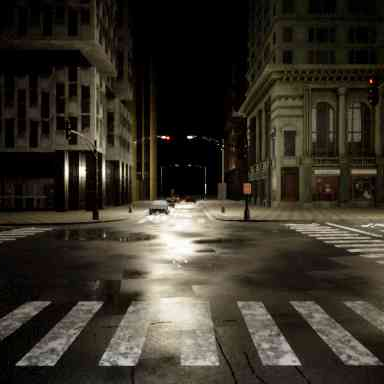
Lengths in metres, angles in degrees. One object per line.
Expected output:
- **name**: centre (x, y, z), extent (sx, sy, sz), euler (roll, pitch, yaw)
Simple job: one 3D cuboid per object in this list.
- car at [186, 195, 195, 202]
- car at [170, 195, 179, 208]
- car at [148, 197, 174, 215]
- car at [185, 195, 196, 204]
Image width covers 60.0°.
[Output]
- **car**: centre (-0.404, 1.455, 73.734), extent (1.994, 1.385, 4.181), euler (0, 0, 0)
- **car**: centre (-3.295, 1.455, 45.874), extent (2.128, 1.511, 4.902), euler (0, 0, 0)
- **car**: centre (-3.206, 1.529, 33.647), extent (2.033, 1.411, 5.357), euler (0, 0, 0)
- **car**: centre (-0.239, 1.452, 63.922), extent (1.812, 1.442, 4.674), euler (0, 0, 0)
